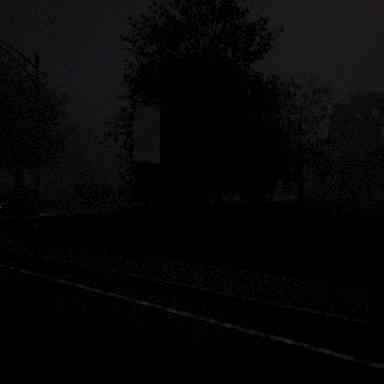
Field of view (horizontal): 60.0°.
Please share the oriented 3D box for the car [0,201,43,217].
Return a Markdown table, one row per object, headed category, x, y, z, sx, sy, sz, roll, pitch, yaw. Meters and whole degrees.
| category | x | y | z | sx | sy | sz | roll | pitch | yaw |
| --- | --- | --- | --- | --- | --- | --- | --- | --- | --- |
| car | -16.205 | 1.495 | 30.962 | 1.994 | 1.385 | 4.181 | 0 | 0 | 39 |
